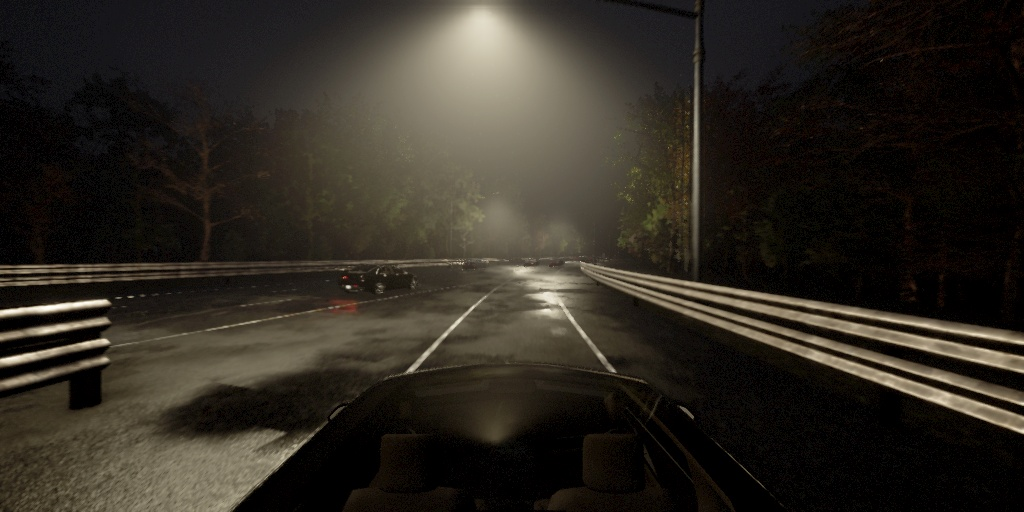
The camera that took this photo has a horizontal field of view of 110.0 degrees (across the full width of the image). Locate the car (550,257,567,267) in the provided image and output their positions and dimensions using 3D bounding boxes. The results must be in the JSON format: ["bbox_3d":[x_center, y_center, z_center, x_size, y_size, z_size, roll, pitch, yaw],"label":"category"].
[{"bbox_3d":[8.107,1.249,64.733,2.033,1.411,5.357,1,0,18],"label":"car"}]

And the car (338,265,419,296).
[{"bbox_3d":[-6.808,1.190,18.858,1.837,1.490,4.892,1,0,18],"label":"car"}]

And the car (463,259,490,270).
[{"bbox_3d":[-4.733,1.159,47.875,2.033,1.411,5.357,1,0,18],"label":"car"}]

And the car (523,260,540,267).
[{"bbox_3d":[3.481,1.260,61.818,1.895,1.301,4.718,1,0,18],"label":"car"}]
